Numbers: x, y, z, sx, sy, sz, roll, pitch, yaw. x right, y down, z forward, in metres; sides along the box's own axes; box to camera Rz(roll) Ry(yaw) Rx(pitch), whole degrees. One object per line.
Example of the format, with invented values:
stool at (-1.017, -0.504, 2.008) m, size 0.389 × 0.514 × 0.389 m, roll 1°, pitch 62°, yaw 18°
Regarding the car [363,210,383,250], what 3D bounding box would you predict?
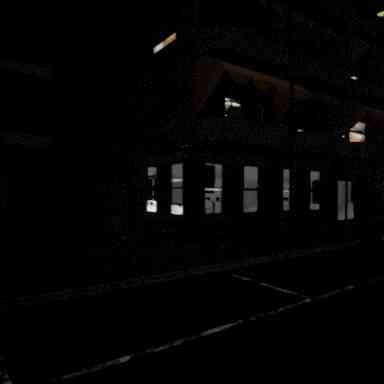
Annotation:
car at (8.572, 1.234, 12.634) m, size 5.009 × 1.841 × 2.192 m, roll 0°, pitch 1°, yaw -35°
